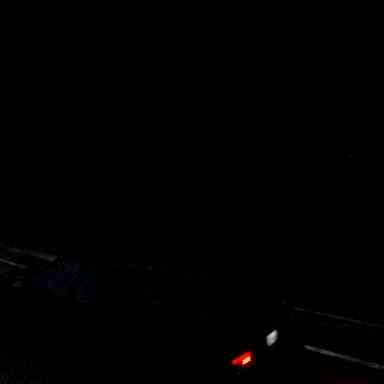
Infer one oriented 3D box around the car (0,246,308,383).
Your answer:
[{"bbox_3d":[-1.166,1.555,4.958,5.357,1.411,2.033,0,0,37],"label":"car"}]
